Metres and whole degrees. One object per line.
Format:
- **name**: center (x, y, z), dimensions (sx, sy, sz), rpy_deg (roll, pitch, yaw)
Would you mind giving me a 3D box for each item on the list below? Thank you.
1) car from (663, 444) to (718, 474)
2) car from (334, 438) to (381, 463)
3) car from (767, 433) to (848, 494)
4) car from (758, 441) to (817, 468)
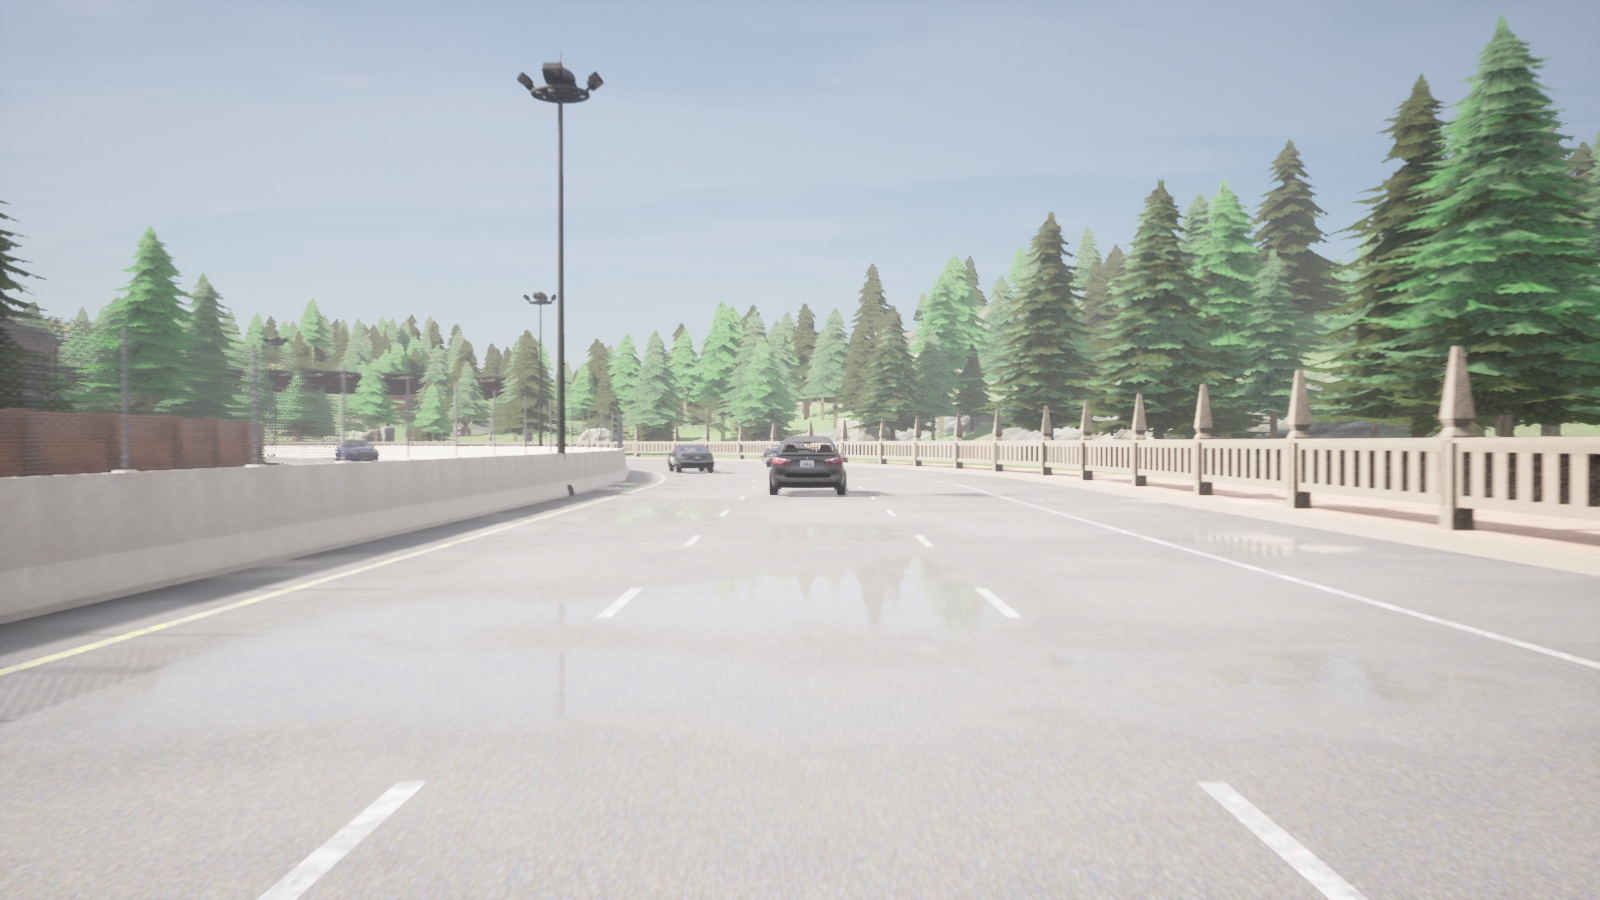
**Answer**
- **car**: center (-5.469, 0.397, 62.268), dimensions (2.033, 1.411, 5.357), rpy_deg (0, 0, -13)
- **car**: center (-31.262, 0.019, 88.706), dimensions (2.097, 1.767, 4.553), rpy_deg (0, 0, -33)
- **car**: center (0.217, 0.359, 36.940), dimensions (2.242, 1.667, 4.611), rpy_deg (0, 0, 0)
- **car**: center (-0.782, 0.249, 72.017), dimensions (2.128, 1.511, 4.902), rpy_deg (0, 0, -16)
